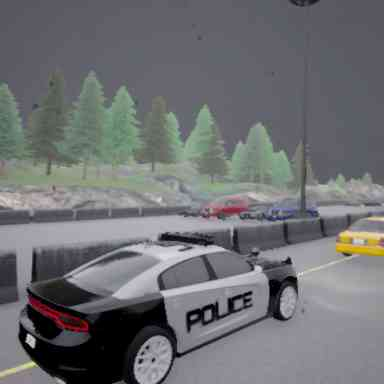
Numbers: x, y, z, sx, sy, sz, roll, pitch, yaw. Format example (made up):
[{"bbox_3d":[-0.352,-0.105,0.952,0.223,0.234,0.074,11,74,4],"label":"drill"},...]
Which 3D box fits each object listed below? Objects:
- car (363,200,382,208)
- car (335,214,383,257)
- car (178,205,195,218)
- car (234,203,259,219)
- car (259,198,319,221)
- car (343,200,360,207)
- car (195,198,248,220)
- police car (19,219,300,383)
[{"bbox_3d":[32.681,2.108,60.174,4.718,1.301,1.895,0,-1,-44],"label":"car"},{"bbox_3d":[7.265,1.600,12.626,5.366,1.575,1.801,0,-1,-44],"label":"car"},{"bbox_3d":[1.064,1.942,34.537,5.357,1.411,2.033,0,-1,-44],"label":"car"},{"bbox_3d":[6.105,1.888,29.673,4.181,1.385,1.994,0,-1,-44],"label":"car"},{"bbox_3d":[8.133,1.507,26.772,5.566,2.045,2.150,0,-1,-44],"label":"car"},{"bbox_3d":[29.938,2.100,62.390,4.181,1.385,1.994,0,-1,-44],"label":"car"},{"bbox_3d":[3.261,1.579,31.799,5.566,2.045,2.150,0,-1,-44],"label":"car"},{"bbox_3d":[0.021,1.504,5.604,5.238,1.638,1.930,1,-1,-44],"label":"police car"}]
